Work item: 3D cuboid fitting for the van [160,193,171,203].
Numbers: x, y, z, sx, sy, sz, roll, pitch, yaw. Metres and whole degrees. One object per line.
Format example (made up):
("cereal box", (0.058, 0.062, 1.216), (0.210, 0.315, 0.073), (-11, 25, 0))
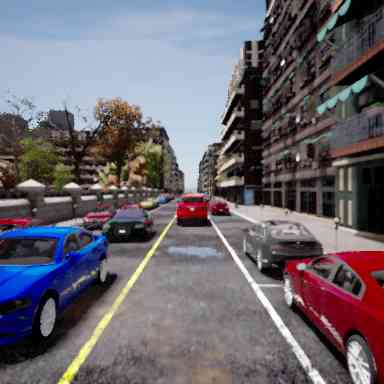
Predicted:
("van", (-5.736, 1.306, 65.868), (1.690, 1.788, 3.998), (0, 0, 0))

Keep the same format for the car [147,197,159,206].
("car", (-5.721, 1.496, 43.558), (1.752, 1.417, 4.829), (0, 0, 0))

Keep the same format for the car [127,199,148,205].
("car", (-5.714, 1.558, 32.658), (1.802, 1.307, 4.206), (0, 0, 0))

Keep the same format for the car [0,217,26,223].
("car", (-5.701, 1.536, 10.517), (1.887, 1.381, 4.507), (0, 0, 0))

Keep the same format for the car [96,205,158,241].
("car", (-3.054, 1.551, 16.595), (1.994, 1.385, 4.181), (0, 0, 0))

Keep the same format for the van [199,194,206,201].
("van", (2.634, 1.303, 82.480), (1.690, 1.788, 3.998), (0, 0, 0))

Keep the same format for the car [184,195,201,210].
("car", (0.060, 1.322, 43.512), (2.097, 1.767, 4.553), (0, 0, 0))

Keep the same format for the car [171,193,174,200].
("car", (-5.740, 1.278, 71.404), (2.192, 1.841, 5.009), (0, 0, 0))

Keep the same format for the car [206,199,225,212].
("car", (2.662, 1.518, 38.199), (1.887, 1.381, 4.507), (0, 0, 0))

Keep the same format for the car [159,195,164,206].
("car", (-5.725, 1.520, 49.264), (2.008, 1.369, 4.403), (0, 0, 0))

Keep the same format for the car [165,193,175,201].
("car", (-5.750, 1.277, 88.010), (2.192, 1.841, 5.009), (0, 0, 0))

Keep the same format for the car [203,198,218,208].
("car", (2.655, 1.535, 49.270), (1.947, 1.339, 4.313), (0, 0, 0))

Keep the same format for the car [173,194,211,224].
("car", (0.033, 1.205, 24.457), (2.150, 2.045, 5.566), (0, 0, 0))

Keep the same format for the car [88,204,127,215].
("car", (-5.708, 1.565, 21.587), (1.802, 1.307, 4.206), (0, 0, 0))

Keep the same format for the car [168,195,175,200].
("car", (-5.752, 1.527, 93.545), (1.947, 1.339, 4.313), (0, 0, 0))

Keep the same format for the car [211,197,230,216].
("car", (2.666, 1.521, 32.664), (1.887, 1.381, 4.507), (0, 0, 0))

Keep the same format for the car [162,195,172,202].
("car", (-5.742, 1.513, 76.939), (2.008, 1.369, 4.403), (0, 0, 0))

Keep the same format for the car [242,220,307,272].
("car", (2.679, 1.542, 10.523), (2.008, 1.369, 4.403), (0, 0, 0))

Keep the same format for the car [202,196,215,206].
("car", (2.651, 1.408, 54.804), (1.967, 1.590, 4.097), (0, 0, 0))

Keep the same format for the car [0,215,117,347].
("car", (-3.090, 1.472, 6.667), (1.882, 1.535, 5.008), (0, 0, 0))

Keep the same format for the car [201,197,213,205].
("car", (2.649, 1.532, 60.340), (1.947, 1.339, 4.313), (0, 0, 0))

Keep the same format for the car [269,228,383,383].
("car", (2.683, 1.541, 4.987), (1.887, 1.381, 4.507), (0, 0, 0))

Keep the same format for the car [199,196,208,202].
("car", (2.639, 1.529, 76.945), (1.947, 1.339, 4.313), (0, 0, 0))
